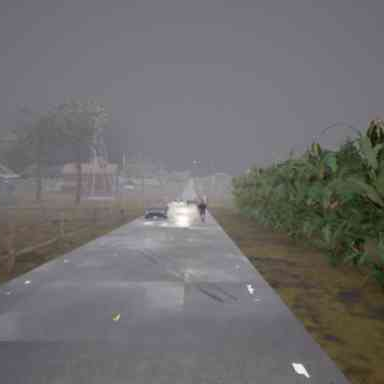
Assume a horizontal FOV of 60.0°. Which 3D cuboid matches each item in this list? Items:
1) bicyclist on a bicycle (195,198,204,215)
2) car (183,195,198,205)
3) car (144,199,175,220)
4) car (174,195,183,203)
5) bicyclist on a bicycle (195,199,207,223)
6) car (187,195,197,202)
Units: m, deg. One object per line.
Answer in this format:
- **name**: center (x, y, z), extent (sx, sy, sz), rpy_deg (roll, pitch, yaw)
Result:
- **bicyclist on a bicycle**: center (0.757, 1.449, 32.825), extent (0.866, 1.612, 1.509), rpy_deg (0, 0, 0)
- **car**: center (0.063, 1.460, 56.627), extent (2.128, 1.511, 4.902), rpy_deg (0, 0, 0)
- **car**: center (-2.850, 1.564, 28.381), extent (2.033, 1.411, 5.357), rpy_deg (0, 0, 0)
- **car**: center (-2.755, 1.436, 70.171), extent (2.128, 1.511, 4.902), rpy_deg (0, 0, 0)
- **bicyclist on a bicycle**: center (0.754, 1.391, 23.739), extent (0.659, 1.776, 1.843), rpy_deg (0, 0, 0)
- **car**: center (-0.005, 1.422, 74.781), extent (2.128, 1.511, 4.902), rpy_deg (0, 0, 0)
